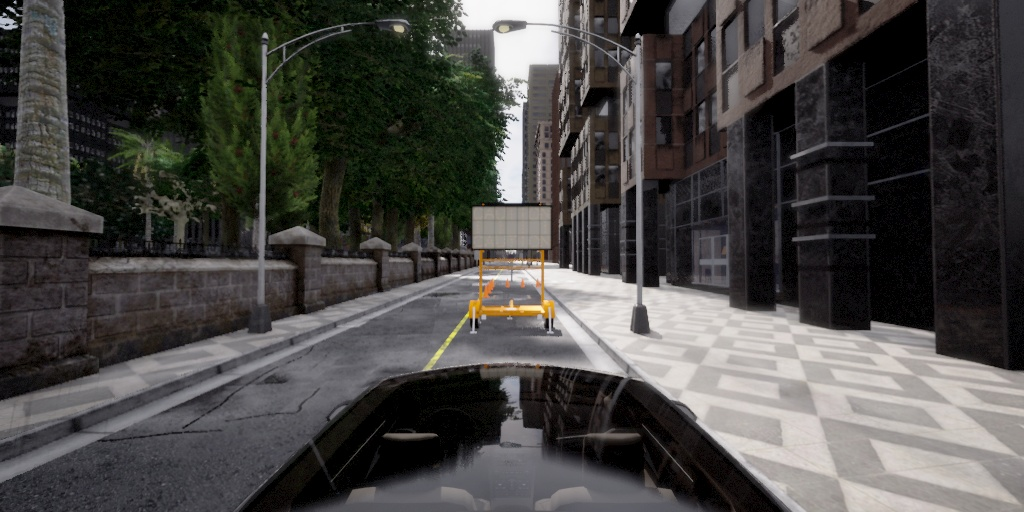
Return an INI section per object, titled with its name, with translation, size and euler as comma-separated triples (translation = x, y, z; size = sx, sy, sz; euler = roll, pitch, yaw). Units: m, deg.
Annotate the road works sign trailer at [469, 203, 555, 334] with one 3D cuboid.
[road works sign trailer]
translation = -0.006, 0.232, 10.712
size = 2.380, 3.560, 2.880
euler = 0, 0, 0
